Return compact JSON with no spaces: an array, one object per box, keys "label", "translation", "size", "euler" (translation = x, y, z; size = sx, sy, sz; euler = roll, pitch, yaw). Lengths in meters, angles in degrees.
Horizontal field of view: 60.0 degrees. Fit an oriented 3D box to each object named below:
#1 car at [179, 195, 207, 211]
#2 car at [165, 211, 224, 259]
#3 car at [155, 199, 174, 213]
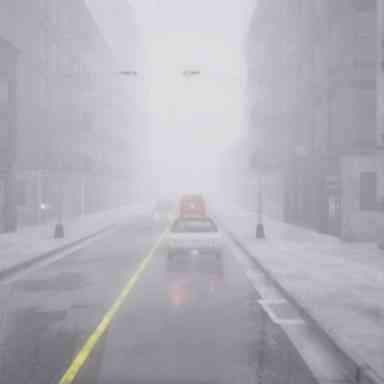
[{"label":"car","translation":[0.085,1.255,28.584],"size":[2.150,2.045,5.566],"euler":[0,0,0]},{"label":"car","translation":[0.087,1.617,12.689],"size":[1.895,1.301,4.718],"euler":[0,0,0]},{"label":"car","translation":[-3.104,1.547,38.254],"size":[1.837,1.490,4.892],"euler":[0,0,0]}]
